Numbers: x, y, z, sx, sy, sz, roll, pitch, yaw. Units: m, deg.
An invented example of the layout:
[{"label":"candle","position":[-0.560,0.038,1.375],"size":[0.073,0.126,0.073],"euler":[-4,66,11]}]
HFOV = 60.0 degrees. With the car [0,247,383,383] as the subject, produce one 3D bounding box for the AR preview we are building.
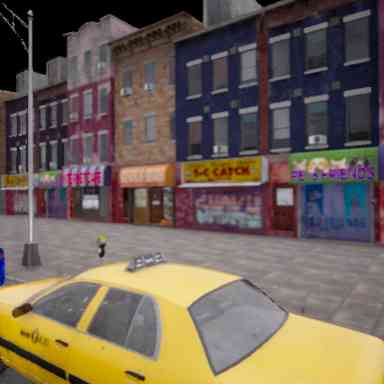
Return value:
[{"label":"car","position":[-0.736,1.466,3.809],"size":[5.366,1.575,1.801],"euler":[0,0,35]}]
